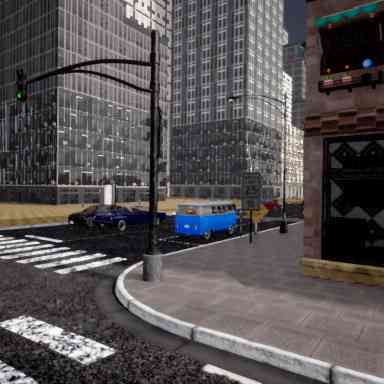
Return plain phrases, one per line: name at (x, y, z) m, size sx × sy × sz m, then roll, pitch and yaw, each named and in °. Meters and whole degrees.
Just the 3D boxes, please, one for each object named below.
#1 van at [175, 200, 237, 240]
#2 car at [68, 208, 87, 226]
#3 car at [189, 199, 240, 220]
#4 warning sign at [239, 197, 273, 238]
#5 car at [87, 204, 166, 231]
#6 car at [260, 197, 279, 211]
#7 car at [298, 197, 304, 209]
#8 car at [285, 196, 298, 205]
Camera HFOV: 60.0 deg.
van at (0.829, 1.368, 17.033) m, size 1.690 × 1.788 × 3.998 m, roll 1°, pitch 1°, yaw 35°
car at (-5.998, 1.467, 21.900) m, size 1.947 × 1.339 × 4.313 m, roll 1°, pitch 1°, yaw 35°
car at (2.087, 1.412, 28.778) m, size 2.128 × 1.511 × 4.902 m, roll 1°, pitch 1°, yaw 35°
warning sign at (3.109, 1.177, 16.137) m, size 1.300 × 1.860 × 1.060 m, roll 1°, pitch 1°, yaw 35°
car at (-3.787, 1.541, 20.541) m, size 1.895 × 1.301 × 4.718 m, roll 1°, pitch 1°, yaw 35°
car at (7.831, 1.505, 36.826) m, size 1.895 × 1.301 × 4.718 m, roll 1°, pitch 1°, yaw 36°
car at (15.554, 1.415, 42.259) m, size 1.882 × 1.535 × 5.008 m, roll 1°, pitch 1°, yaw 36°
car at (16.381, 1.364, 53.299) m, size 1.752 × 1.417 × 4.829 m, roll 1°, pitch 1°, yaw 35°
